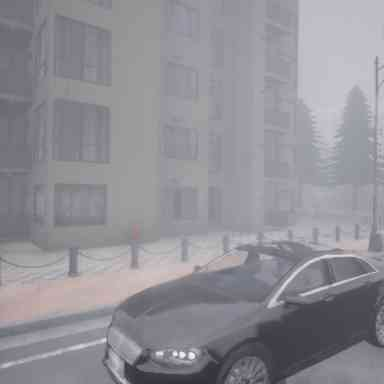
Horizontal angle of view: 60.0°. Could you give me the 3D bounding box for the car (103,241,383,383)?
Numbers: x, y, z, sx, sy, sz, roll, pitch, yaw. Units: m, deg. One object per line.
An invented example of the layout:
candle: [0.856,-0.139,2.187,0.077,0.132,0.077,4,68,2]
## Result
car: [1.224,1.536,4.852,4.902,1.511,2.128,1,0,-35]
